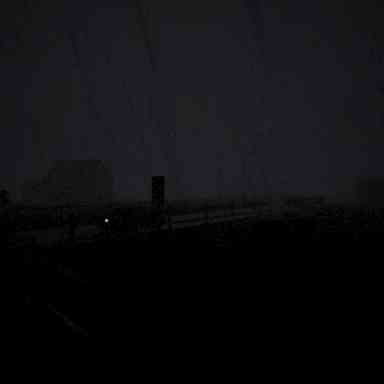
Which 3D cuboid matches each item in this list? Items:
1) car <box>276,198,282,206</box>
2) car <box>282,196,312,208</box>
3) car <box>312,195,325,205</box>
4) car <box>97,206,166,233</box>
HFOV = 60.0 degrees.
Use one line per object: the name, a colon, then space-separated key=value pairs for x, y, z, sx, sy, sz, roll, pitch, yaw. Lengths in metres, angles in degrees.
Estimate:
car: x=14.326 y=1.324 z=49.837 sx=2.033 sy=1.411 sz=5.357 roll=-1 pitch=0 yaw=35
car: x=14.096 y=1.303 z=44.570 sx=1.812 sy=1.442 sz=4.674 roll=-1 pitch=0 yaw=35
car: x=19.901 y=1.251 z=53.076 sx=1.812 sy=1.442 sz=4.674 roll=-1 pitch=0 yaw=35
car: x=-3.398 y=1.479 z=19.299 sx=1.994 sy=1.385 sz=4.181 roll=-1 pitch=0 yaw=35
